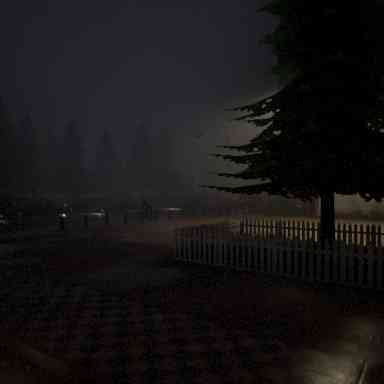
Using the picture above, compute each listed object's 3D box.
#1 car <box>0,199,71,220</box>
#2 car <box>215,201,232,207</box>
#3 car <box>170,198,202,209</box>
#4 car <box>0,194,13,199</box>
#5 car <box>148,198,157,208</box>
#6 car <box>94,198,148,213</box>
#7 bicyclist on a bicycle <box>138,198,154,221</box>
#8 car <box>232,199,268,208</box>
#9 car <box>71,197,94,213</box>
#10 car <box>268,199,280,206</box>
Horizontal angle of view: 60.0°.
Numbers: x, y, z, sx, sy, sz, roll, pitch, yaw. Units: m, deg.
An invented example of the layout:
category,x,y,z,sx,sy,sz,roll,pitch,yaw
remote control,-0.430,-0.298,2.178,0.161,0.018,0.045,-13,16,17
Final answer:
category,x,y,z,sx,sy,sz,roll,pitch,yaw
car,-13.687,1.547,28.861,2.033,1.411,5.357,0,0,35
car,5.147,1.564,48.961,1.994,1.385,4.181,0,0,35
car,-0.722,1.547,46.989,2.033,1.411,5.357,0,0,36
car,-18.174,1.222,28.597,2.150,2.045,5.566,0,0,35
car,-6.621,1.526,44.779,1.812,1.442,4.674,0,0,36
car,-7.838,1.547,37.055,2.033,1.411,5.357,0,0,35
bicyclist on a bicycle,-3.385,1.302,24.388,1.656,1.620,0.582,0,0,36
car,8.414,1.221,47.443,2.150,2.045,5.566,0,0,36
car,-12.570,1.352,36.448,2.097,1.767,4.553,0,0,36
car,14.328,1.547,55.741,2.033,1.411,5.357,0,0,36
